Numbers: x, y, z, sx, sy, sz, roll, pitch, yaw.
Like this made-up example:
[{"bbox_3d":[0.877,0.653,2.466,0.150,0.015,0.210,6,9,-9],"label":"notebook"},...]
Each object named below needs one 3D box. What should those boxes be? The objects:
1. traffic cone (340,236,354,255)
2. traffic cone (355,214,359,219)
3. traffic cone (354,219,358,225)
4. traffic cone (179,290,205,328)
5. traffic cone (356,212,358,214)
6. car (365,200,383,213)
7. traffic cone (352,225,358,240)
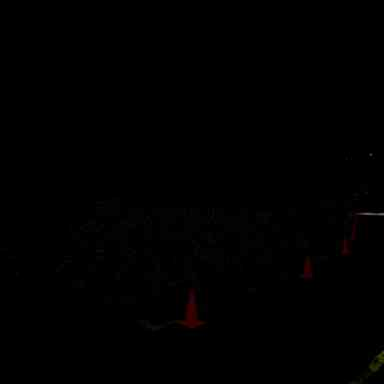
[{"bbox_3d":[5.987,2.108,12.954,0.340,0.580,0.340,0,0,33],"label":"traffic cone"},{"bbox_3d":[12.814,2.230,25.989,0.340,0.580,0.340,0,0,27],"label":"traffic cone"},{"bbox_3d":[10.554,2.192,21.528,0.340,0.580,0.340,0,0,27],"label":"traffic cone"},{"bbox_3d":[0.003,2.014,5.842,0.340,0.580,0.340,1,-1,-43],"label":"traffic cone"},{"bbox_3d":[15.073,2.259,30.450,0.340,0.580,0.340,0,0,27],"label":"traffic cone"},{"bbox_3d":[23.441,1.876,42.729,1.837,1.490,4.892,1,0,22],"label":"car"},{"bbox_3d":[8.295,2.151,17.068,0.340,0.580,0.340,0,0,27],"label":"traffic cone"}]
